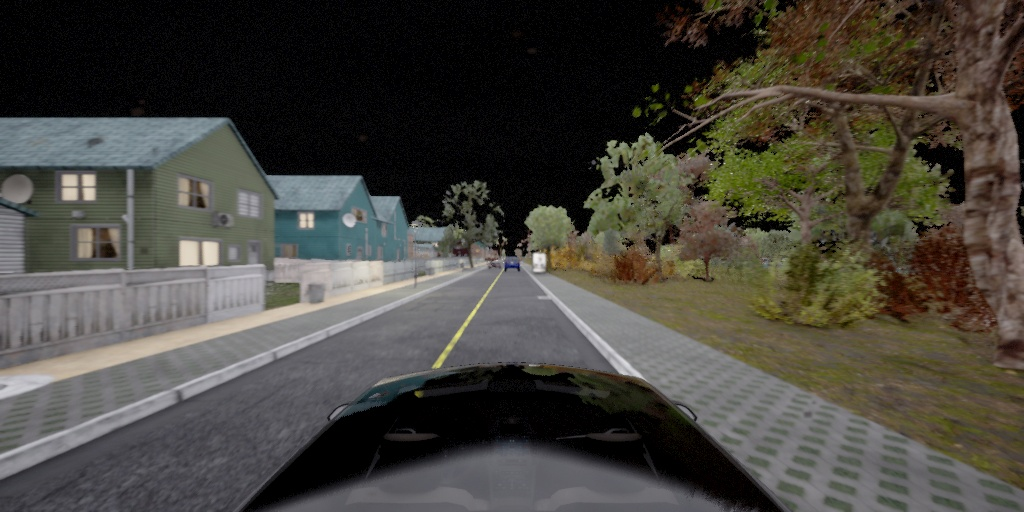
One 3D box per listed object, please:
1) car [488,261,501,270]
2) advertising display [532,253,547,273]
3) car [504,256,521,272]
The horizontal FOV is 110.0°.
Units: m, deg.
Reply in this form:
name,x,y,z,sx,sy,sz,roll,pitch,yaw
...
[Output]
name,x,y,z,sx,sy,sz,roll,pitch,yaw
car,-2.765,1.434,57.233,1.994,1.385,4.181,0,0,1
advertising display,3.024,0.853,39.612,1.540,2.440,0.280,0,0,0
car,0.033,1.065,49.179,2.150,2.045,5.566,0,-1,0
